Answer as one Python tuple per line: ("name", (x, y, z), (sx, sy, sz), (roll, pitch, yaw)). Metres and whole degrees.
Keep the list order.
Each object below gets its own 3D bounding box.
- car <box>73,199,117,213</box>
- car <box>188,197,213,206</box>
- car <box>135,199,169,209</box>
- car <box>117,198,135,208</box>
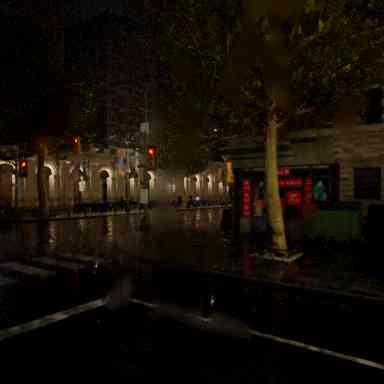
("car", (-10.694, 1.552, 35.895), (1.994, 1.385, 4.181), (0, 0, 36))
("car", (1.318, 1.536, 52.545), (2.033, 1.411, 5.357), (0, 0, 36))
("car", (-4.934, 1.552, 43.901), (1.994, 1.385, 4.181), (0, 0, 35))
("car", (-10.235, 1.581, 47.907), (1.895, 1.301, 4.718), (0, 0, 36))
